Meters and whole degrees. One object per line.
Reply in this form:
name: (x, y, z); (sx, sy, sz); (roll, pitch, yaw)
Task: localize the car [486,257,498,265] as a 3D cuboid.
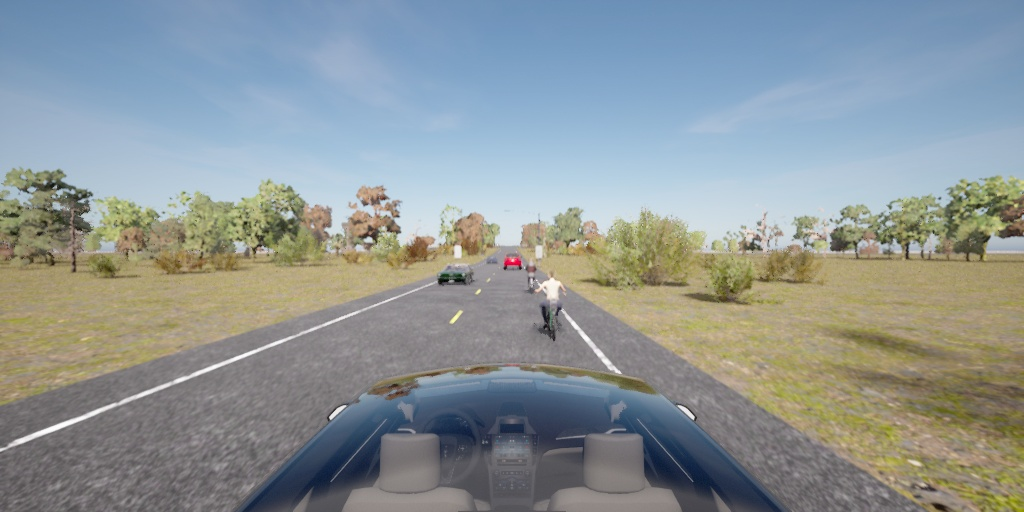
car: (-3.542, 0.781, 63.794); (1.994, 1.385, 4.181); (0, 1, 1)

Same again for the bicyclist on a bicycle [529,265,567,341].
bicyclist on a bicycle: (0.952, 1.128, 8.700); (0.866, 1.612, 1.509); (0, 0, 0)

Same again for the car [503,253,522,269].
car: (0.092, 0.607, 45.573); (2.150, 2.045, 5.566); (0, 0, 0)

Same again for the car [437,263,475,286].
car: (-3.596, 1.171, 23.432); (1.895, 1.301, 4.718); (0, 0, 0)

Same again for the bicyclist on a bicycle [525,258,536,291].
bicyclist on a bicycle: (0.963, 0.985, 18.089); (0.659, 1.776, 1.843); (0, 1, 0)
